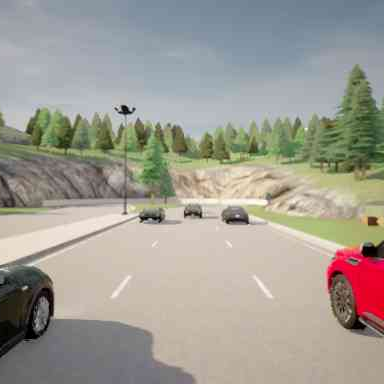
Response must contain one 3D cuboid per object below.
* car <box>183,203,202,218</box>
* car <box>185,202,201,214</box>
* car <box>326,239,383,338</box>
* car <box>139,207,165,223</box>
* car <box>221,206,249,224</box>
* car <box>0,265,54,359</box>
[{"bbox_3d":[0.095,2.013,34.659,1.895,1.301,4.718,0,-1,0],"label":"car"},{"bbox_3d":[0.210,2.083,43.643,1.994,1.385,4.181,0,-1,2],"label":"car"},{"bbox_3d":[3.600,1.268,3.912,2.150,2.045,5.566,0,-1,0],"label":"car"},{"bbox_3d":[-3.405,1.951,29.404,1.895,1.301,4.718,0,-1,0],"label":"car"},{"bbox_3d":[3.596,1.902,28.311,1.994,1.385,4.181,0,-1,0],"label":"car"},{"bbox_3d":[-3.406,1.401,3.851,2.097,1.767,4.553,0,0,0],"label":"car"}]
